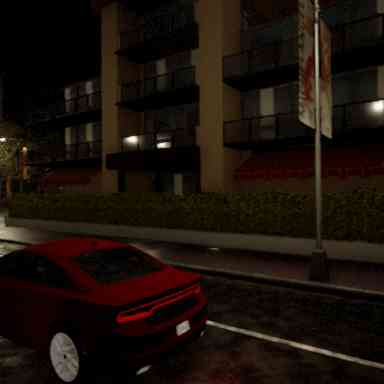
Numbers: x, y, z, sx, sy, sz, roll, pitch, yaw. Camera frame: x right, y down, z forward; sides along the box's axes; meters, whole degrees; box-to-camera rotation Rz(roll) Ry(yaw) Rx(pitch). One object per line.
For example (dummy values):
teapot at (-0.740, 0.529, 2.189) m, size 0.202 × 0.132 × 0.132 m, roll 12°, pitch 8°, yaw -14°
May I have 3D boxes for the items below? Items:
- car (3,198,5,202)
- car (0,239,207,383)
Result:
car at (-41.983, 2.195, 75.179) m, size 4.892 × 1.521 × 2.231 m, roll -1°, pitch 0°, yaw 35°
car at (-2.140, 1.521, 5.474) m, size 5.008 × 1.535 × 1.882 m, roll -1°, pitch 0°, yaw 35°
